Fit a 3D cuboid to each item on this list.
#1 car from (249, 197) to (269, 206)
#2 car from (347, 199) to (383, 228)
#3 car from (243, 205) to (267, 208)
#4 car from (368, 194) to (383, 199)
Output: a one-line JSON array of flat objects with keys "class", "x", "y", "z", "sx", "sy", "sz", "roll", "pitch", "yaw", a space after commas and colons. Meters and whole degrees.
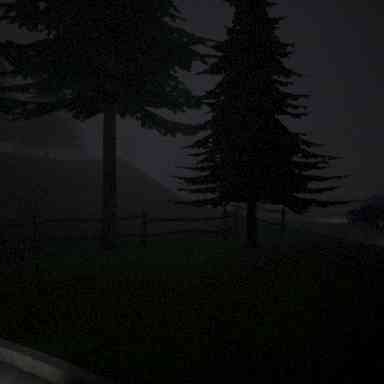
[{"class": "car", "x": 10.941, "y": 1.525, "z": 54.519, "sx": 1.812, "sy": 1.442, "sz": 4.674, "roll": 0, "pitch": 0, "yaw": -9}, {"class": "car", "x": 12.384, "y": 1.477, "z": 22.145, "sx": 1.882, "sy": 1.535, "sz": 5.008, "roll": 0, "pitch": 0, "yaw": -9}, {"class": "car", "x": 8.591, "y": 1.547, "z": 46.778, "sx": 2.033, "sy": 1.411, "sz": 5.357, "roll": 0, "pitch": 0, "yaw": -9}, {"class": "car", "x": 20.988, "y": 1.221, "z": 36.641, "sx": 2.150, "sy": 2.045, "sz": 5.566, "roll": 0, "pitch": 0, "yaw": -13}]
